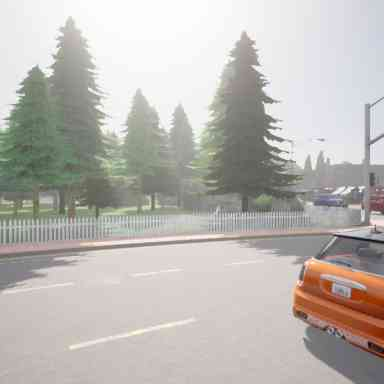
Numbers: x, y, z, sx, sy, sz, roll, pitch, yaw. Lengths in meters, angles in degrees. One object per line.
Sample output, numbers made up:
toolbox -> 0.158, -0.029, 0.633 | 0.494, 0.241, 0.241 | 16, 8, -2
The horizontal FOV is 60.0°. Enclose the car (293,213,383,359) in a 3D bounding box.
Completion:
car -> 3.939, 1.352, 5.443 | 4.553, 1.767, 2.097 | 0, 0, -26

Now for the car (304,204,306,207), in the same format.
car -> 16.654, 1.581, 53.661 | 1.812, 1.442, 4.674 | 0, 0, -7

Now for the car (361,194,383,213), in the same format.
car -> 19.364, 1.277, 33.197 | 2.150, 2.045, 5.566 | 0, 0, -8

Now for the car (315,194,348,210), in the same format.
car -> 17.999, 1.277, 43.463 | 2.150, 2.045, 5.566 | 0, 0, -8
